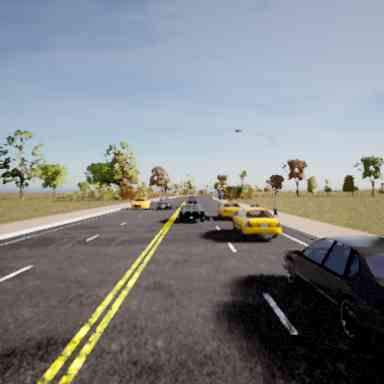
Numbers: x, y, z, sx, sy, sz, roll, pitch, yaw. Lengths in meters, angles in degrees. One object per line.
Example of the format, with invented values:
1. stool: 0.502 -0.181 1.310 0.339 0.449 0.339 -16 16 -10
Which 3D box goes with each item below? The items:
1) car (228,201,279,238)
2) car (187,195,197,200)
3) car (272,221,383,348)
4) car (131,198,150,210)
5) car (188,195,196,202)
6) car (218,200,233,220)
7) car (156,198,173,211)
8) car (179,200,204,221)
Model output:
1. car: 3.247 1.461 17.550 1.801 1.575 5.366 0 0 0
2. car: 0.082 1.558 51.268 2.033 1.411 5.357 0 0 0
3. car: 3.249 1.550 6.360 2.033 1.411 5.357 0 0 0
4. car: -6.582 1.487 42.791 1.882 1.535 5.008 0 0 0
5. car: -0.015 1.509 74.403 1.837 1.490 4.892 0 0 0
6. car: 3.244 1.464 28.550 1.801 1.575 5.366 0 0 0
7. car: -3.338 1.500 41.246 2.128 1.511 4.902 0 0 0
8. car: -0.027 1.608 26.935 1.895 1.301 4.718 0 0 0
